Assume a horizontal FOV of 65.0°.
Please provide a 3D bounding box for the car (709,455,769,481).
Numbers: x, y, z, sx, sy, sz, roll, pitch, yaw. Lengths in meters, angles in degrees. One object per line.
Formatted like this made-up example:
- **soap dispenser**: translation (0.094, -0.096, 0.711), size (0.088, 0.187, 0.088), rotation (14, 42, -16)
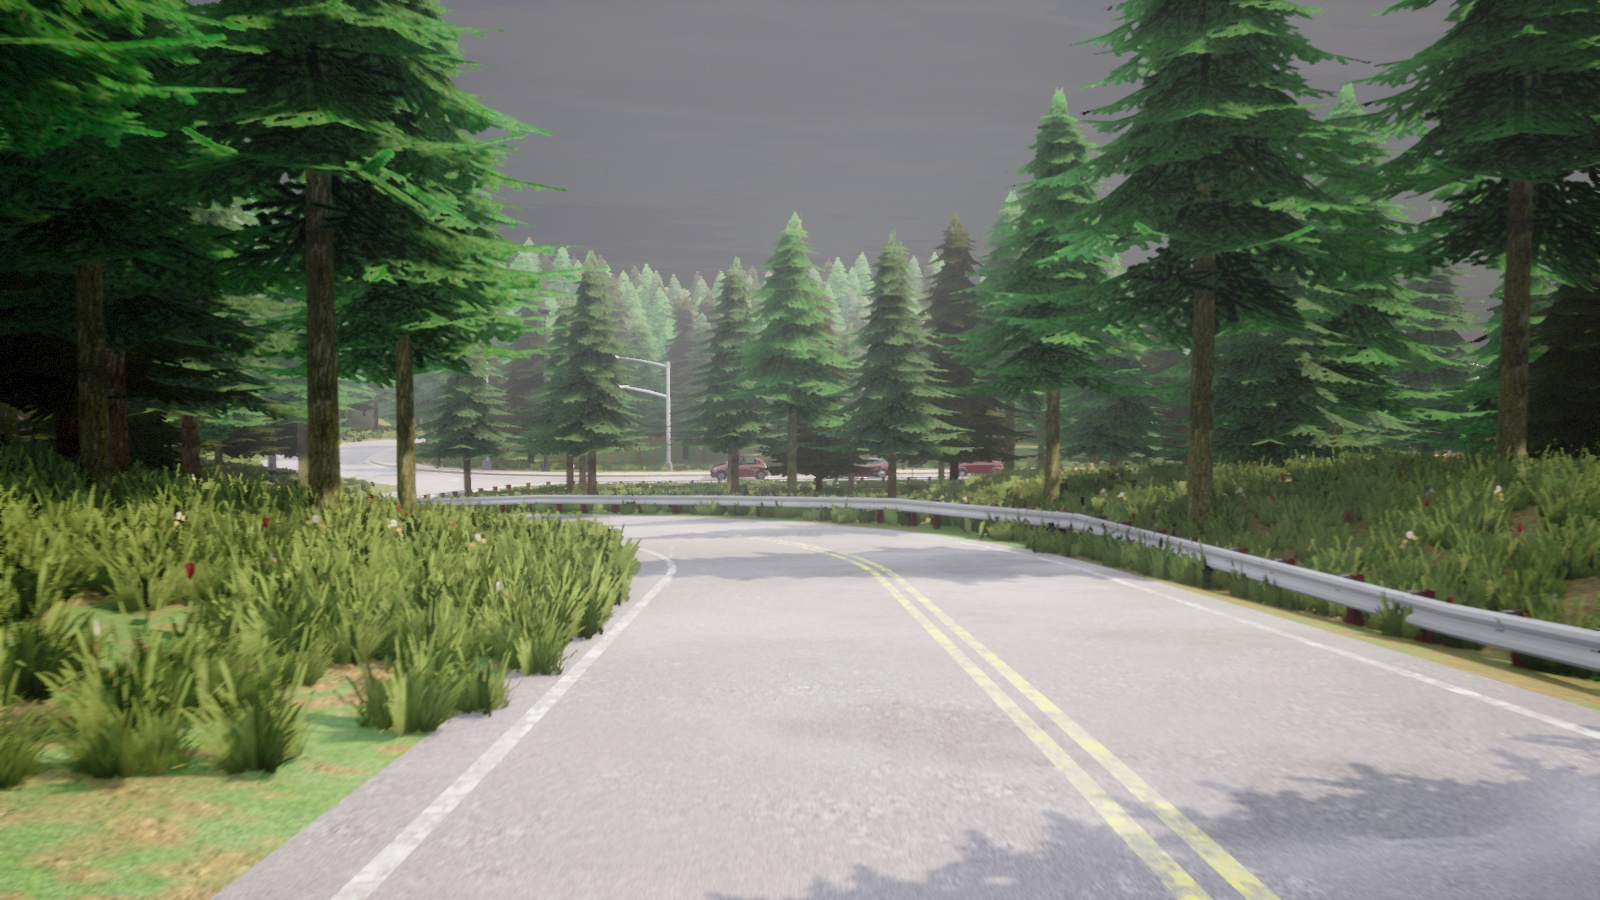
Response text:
- **car**: translation (-4.221, 1.233, 86.723), size (3.988, 1.617, 1.851), rotation (-1, 4, -8)

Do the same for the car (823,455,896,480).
- **car**: translation (4.160, 1.218, 87.938), size (4.792, 1.488, 2.163), rotation (-1, 4, -9)

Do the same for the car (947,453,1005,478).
- **car**: translation (12.484, 1.076, 89.228), size (3.705, 1.549, 1.789), rotation (-1, 4, -9)
